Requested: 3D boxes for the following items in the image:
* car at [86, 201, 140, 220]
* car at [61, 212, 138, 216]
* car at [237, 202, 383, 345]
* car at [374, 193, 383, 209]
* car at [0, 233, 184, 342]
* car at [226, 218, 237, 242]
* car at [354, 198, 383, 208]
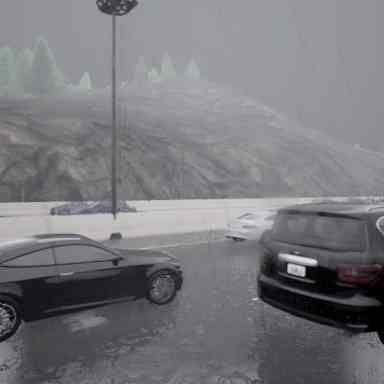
[{"bbox_3d":[-6.895,1.563,29.167,4.181,1.385,1.994,0,0,-35],"label":"car"},{"bbox_3d":[-5.787,1.563,21.360,4.181,1.385,1.994,0,0,-36],"label":"car"},{"bbox_3d":[3.698,1.222,6.385,5.566,2.045,2.150,0,0,-36],"label":"car"},{"bbox_3d":[26.880,1.223,44.635,5.566,2.045,2.150,0,0,-35],"label":"car"},{"bbox_3d":[-2.347,1.525,6.370,4.674,1.442,1.812,0,0,-36],"label":"car"},{"bbox_3d":[3.591,1.526,14.907,4.674,1.442,1.812,0,0,-36],"label":"car"},{"bbox_3d":[25.433,1.565,47.893,4.181,1.385,1.994,0,0,-35],"label":"car"}]
